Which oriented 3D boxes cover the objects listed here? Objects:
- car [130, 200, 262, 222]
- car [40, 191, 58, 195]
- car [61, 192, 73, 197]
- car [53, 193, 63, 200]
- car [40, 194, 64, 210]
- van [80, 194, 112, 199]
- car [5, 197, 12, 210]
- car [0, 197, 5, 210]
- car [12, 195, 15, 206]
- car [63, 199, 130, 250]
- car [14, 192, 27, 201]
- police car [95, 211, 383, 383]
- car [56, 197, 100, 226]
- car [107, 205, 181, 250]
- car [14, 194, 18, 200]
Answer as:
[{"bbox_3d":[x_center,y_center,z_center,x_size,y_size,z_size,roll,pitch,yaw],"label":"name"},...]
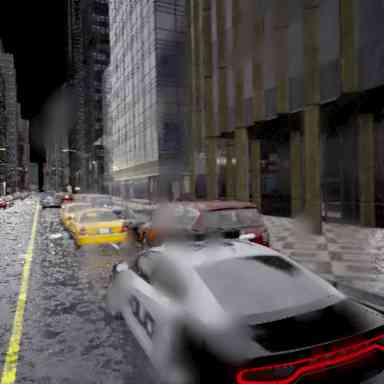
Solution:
[{"bbox_3d":[0.088,1.152,9.181,2.192,1.841,5.009,-2,1,-24],"label":"car"},{"bbox_3d":[-22.540,0.930,52.132,2.150,2.045,5.566,-2,1,-24],"label":"car"},{"bbox_3d":[-20.898,0.934,55.190,2.192,1.841,5.009,-2,1,-24],"label":"car"},{"bbox_3d":[-32.035,1.065,79.626,2.008,1.369,4.403,-2,1,-24],"label":"car"},{"bbox_3d":[-16.513,1.332,39.046,1.994,1.385,4.181,-2,1,-24],"label":"car"},{"bbox_3d":[-6.907,1.103,24.519,1.690,1.788,3.998,-2,1,-24],"label":"van"},{"bbox_3d":[-23.974,1.460,41.417,1.887,1.381,4.507,-2,1,-24],"label":"car"},{"bbox_3d":[-19.317,1.278,31.190,2.192,1.841,5.009,-2,1,-24],"label":"car"},{"bbox_3d":[-26.304,1.474,46.529,1.802,1.307,4.206,-2,1,-24],"label":"car"},{"bbox_3d":[-4.111,1.321,13.876,1.801,1.575,5.366,-2,1,-25],"label":"car"},{"bbox_3d":[-39.787,1.079,76.069,2.192,1.841,5.009,-2,1,-24],"label":"car"},{"bbox_3d":[0.085,1.335,4.710,1.930,1.638,5.238,-2,1,-24],"label":"police car"},{"bbox_3d":[-6.630,1.295,19.322,1.801,1.575,5.366,-2,1,-24],"label":"car"},{"bbox_3d":[-2.237,1.378,14.298,1.947,1.339,4.313,-2,1,-24],"label":"car"},{"bbox_3d":[-28.636,1.450,51.641,1.802,1.307,4.206,-2,1,-24],"label":"car"}]
